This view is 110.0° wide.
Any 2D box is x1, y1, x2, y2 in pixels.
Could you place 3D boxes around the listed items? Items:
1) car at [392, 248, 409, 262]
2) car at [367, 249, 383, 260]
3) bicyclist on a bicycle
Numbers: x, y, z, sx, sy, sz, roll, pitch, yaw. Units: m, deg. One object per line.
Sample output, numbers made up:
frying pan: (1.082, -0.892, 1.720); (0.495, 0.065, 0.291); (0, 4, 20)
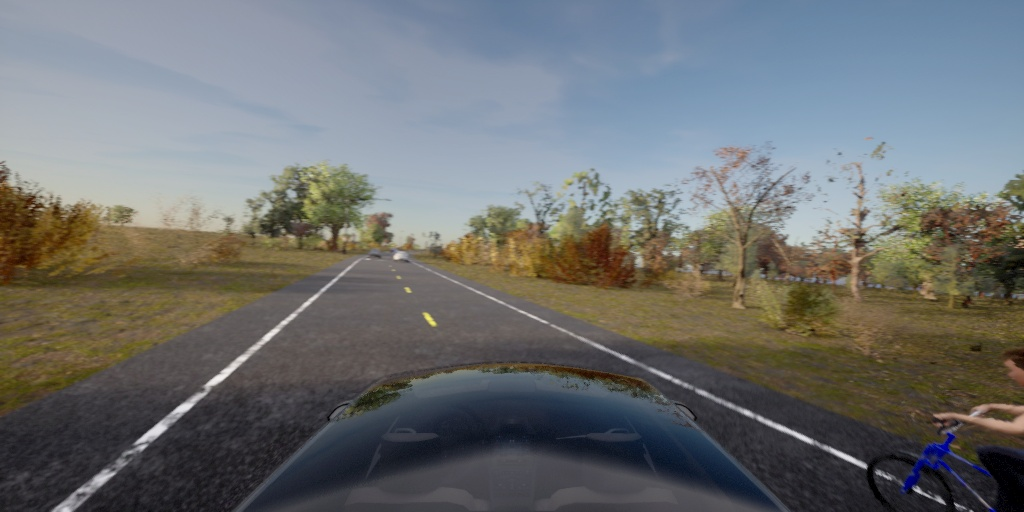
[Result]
car: (-15.651, 0.087, 50.820); (1.812, 1.442, 4.674); (4, 0, -20)
car: (-20.812, -0.316, 54.492); (1.837, 1.490, 4.892); (4, 0, -19)
bicyclist on a bicycle: (3.518, 1.437, 2.557); (0.866, 1.612, 1.509); (4, 0, -21)
